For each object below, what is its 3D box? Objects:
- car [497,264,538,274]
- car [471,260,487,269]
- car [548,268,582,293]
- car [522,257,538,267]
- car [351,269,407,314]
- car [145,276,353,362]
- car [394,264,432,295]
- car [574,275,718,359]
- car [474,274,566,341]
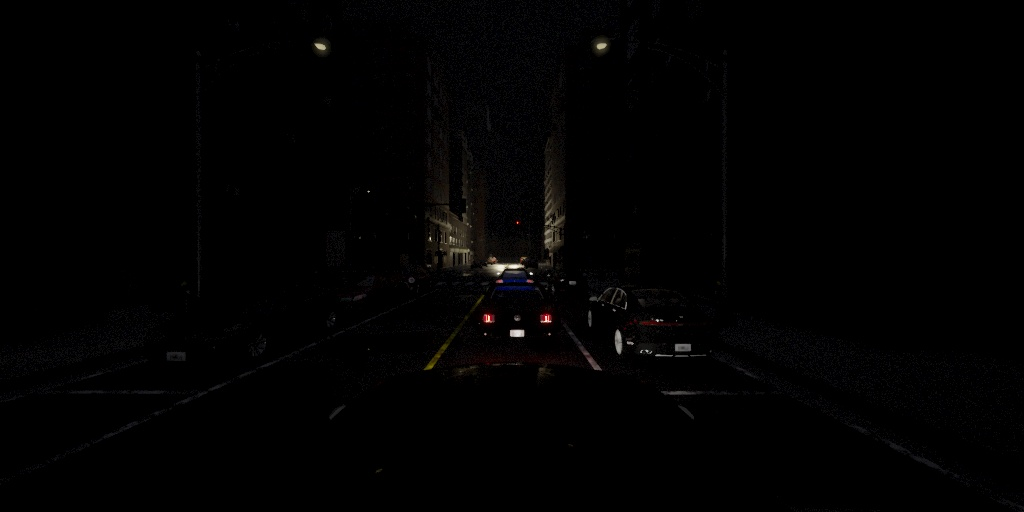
[{"bbox_3d":[0.148,1.315,18.576,1.994,1.385,4.181,0,0,1],"label":"car"},{"bbox_3d":[-5.468,1.368,56.322,1.802,1.307,4.207,0,0,0],"label":"car"},{"bbox_3d":[2.909,1.317,19.194,1.948,1.339,4.313,0,0,0],"label":"car"},{"bbox_3d":[3.057,1.226,56.283,1.967,1.591,4.097,0,0,0],"label":"car"},{"bbox_3d":[-5.633,1.332,13.719,1.802,1.307,4.207,0,0,0],"label":"car"},{"bbox_3d":[-5.649,1.316,8.218,1.948,1.339,4.313,0,0,0],"label":"car"},{"bbox_3d":[-5.616,1.191,19.220,1.967,1.591,4.097,0,0,0],"label":"car"},{"bbox_3d":[2.876,1.300,8.192,2.007,1.370,4.403,0,0,0],"label":"car"},{"bbox_3d":[0.120,1.351,9.816,1.895,1.301,4.718,0,0,0],"label":"car"}]
